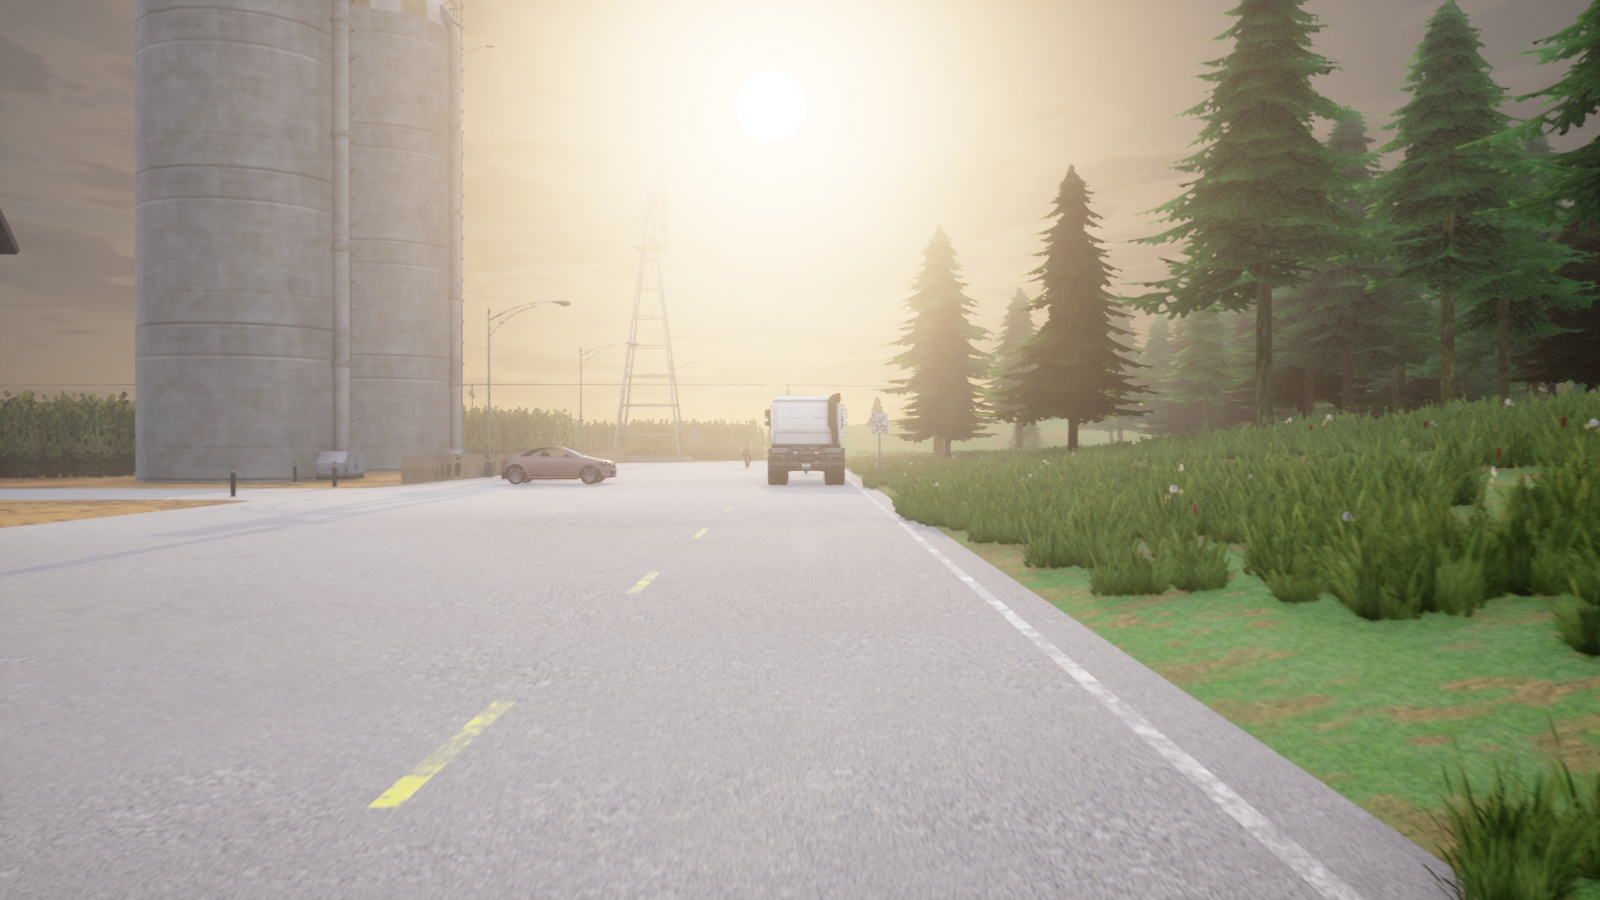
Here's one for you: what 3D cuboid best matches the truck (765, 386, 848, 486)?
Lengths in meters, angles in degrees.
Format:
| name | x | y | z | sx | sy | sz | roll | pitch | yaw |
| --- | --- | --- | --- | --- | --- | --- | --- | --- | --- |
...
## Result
| name | x | y | z | sx | sy | sz | roll | pitch | yaw |
| --- | --- | --- | --- | --- | --- | --- | --- | --- | --- |
| truck | 0.246 | -0.504 | 47.690 | 2.891 | 3.462 | 7.936 | 0 | 0 | 0 |
